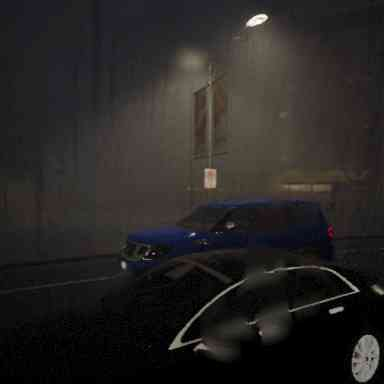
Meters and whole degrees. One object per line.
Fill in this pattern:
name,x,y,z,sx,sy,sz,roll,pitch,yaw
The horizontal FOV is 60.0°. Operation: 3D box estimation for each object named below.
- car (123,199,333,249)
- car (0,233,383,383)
car,1.023,1.209,8.319,5.566,2.045,2.150,0,0,-27
car,0.322,1.498,3.852,4.892,1.490,1.837,0,0,-30
